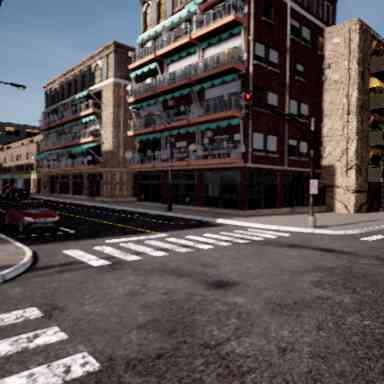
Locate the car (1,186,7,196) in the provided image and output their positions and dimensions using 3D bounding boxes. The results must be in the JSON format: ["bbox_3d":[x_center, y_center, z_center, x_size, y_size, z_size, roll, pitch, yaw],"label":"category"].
[{"bbox_3d":[-28.296,-0.241,51.725,1.967,1.590,4.097,1,1,-42],"label":"car"}]

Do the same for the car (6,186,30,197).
[{"bbox_3d":[-24.503,0.054,47.492,1.947,1.339,4.313,1,1,-42],"label":"car"}]

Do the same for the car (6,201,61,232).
[{"bbox_3d":[-7.971,1.117,16.493,1.802,1.307,4.206,1,1,-42],"label":"car"}]
